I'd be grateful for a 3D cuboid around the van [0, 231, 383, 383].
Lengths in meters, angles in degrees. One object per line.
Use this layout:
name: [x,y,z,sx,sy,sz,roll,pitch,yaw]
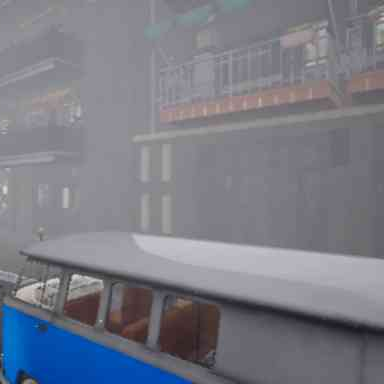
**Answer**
van: [-0.101,1.340,2.942,3.998,1.788,1.690,0,0,35]
